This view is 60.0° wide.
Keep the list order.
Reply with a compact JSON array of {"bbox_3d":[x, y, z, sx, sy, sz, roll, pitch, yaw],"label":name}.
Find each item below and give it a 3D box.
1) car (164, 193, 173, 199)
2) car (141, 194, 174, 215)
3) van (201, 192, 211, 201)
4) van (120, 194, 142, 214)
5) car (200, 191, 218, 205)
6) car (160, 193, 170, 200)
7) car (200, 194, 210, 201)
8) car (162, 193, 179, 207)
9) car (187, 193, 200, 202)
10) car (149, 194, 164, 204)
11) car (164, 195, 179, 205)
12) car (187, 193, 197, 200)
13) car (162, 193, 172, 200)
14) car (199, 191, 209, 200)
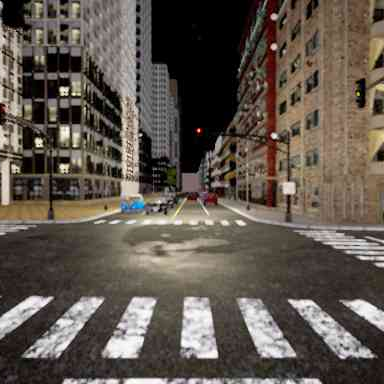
[{"bbox_3d":[-5.691,0.975,81.700,2.008,1.369,4.403,0,0,0],"label":"car"},{"bbox_3d":[-3.098,1.266,30.672,2.128,1.511,4.902,0,0,0],"label":"car"},{"bbox_3d":[2.689,0.877,65.047,1.690,1.788,3.998,0,0,0],"label":"van"},{"bbox_3d":[-5.691,1.108,31.741,1.690,1.788,3.998,0,0,0],"label":"van"},{"bbox_3d":[2.689,0.965,48.395,2.192,1.841,5.009,0,0,0],"label":"car"},{"bbox_3d":[-5.691,0.938,70.597,1.967,1.590,4.097,0,0,0],"label":"car"},{"bbox_3d":[2.690,1.049,70.599,2.008,1.369,4.403,0,0,0],"label":"car"},{"bbox_3d":[-3.089,1.199,40.131,2.128,1.511,4.902,0,0,0],"label":"car"},{"bbox_3d":[0.004,1.042,60.821,1.882,1.535,5.008,0,0,0],"label":"car"},{"bbox_3d":[-5.691,1.138,53.776,1.752,1.417,4.829,0,0,0],"label":"car"},{"bbox_3d":[-3.034,1.202,50.139,1.994,1.385,4.181,0,0,1],"label":"car"},{"bbox_3d":[0.002,0.939,71.272,1.895,1.301,4.718,0,0,0],"label":"car"},{"bbox_3d":[-5.691,0.988,75.979,1.752,1.417,4.829,0,0,0],"label":"car"},{"bbox_3d":[2.689,0.776,76.148,2.192,1.841,5.009,0,0,0],"label":"car"}]
